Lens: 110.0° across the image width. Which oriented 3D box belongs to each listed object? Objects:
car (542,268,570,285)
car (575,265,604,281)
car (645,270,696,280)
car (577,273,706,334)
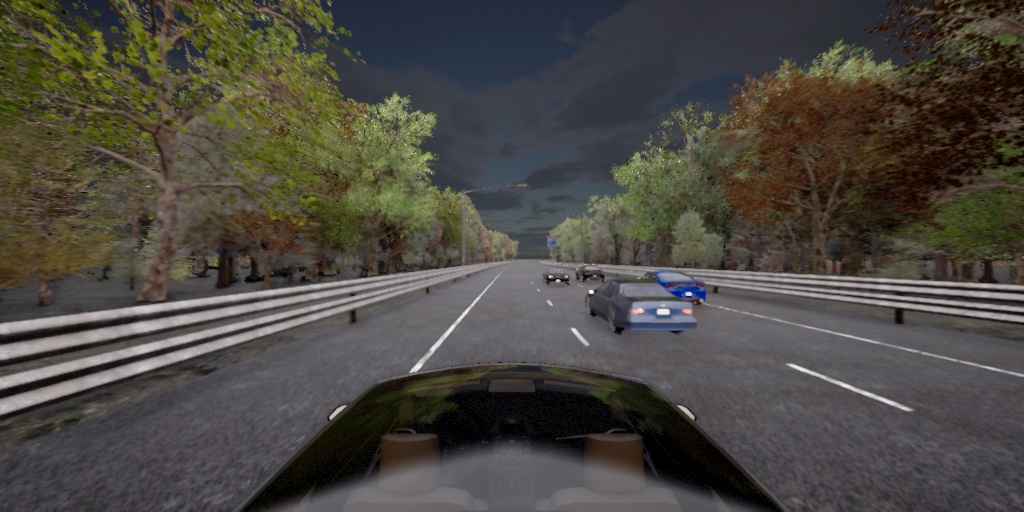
[{"bbox_3d":[3.604,1.684,30.152,1.895,1.301,4.718,0,-1,0],"label":"car"},{"bbox_3d":[7.103,1.596,33.188,1.882,1.535,5.008,0,-1,0],"label":"car"},{"bbox_3d":[7.102,1.406,16.890,1.882,1.535,5.008,0,-1,0],"label":"car"},{"bbox_3d":[3.601,1.407,11.053,2.033,1.411,5.357,0,-1,0],"label":"car"}]
